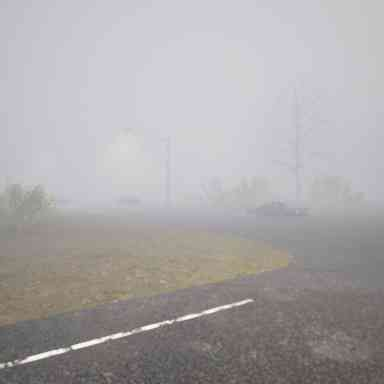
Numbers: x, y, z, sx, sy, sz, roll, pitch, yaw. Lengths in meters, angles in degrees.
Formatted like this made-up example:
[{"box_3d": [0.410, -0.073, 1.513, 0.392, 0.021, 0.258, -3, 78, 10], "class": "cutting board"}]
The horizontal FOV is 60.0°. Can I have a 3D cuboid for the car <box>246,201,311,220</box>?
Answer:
[{"box_3d": [6.962, 1.463, 27.321, 2.033, 1.411, 5.357, 0, 0, -37], "class": "car"}]

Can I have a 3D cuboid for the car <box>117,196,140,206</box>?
[{"box_3d": [-9.387, 1.294, 48.943, 1.837, 1.490, 4.892, 0, 0, -37], "class": "car"}]

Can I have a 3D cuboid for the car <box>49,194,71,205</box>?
[{"box_3d": [-20.582, 1.235, 52.173, 1.882, 1.535, 5.008, 0, 1, -37], "class": "car"}]
